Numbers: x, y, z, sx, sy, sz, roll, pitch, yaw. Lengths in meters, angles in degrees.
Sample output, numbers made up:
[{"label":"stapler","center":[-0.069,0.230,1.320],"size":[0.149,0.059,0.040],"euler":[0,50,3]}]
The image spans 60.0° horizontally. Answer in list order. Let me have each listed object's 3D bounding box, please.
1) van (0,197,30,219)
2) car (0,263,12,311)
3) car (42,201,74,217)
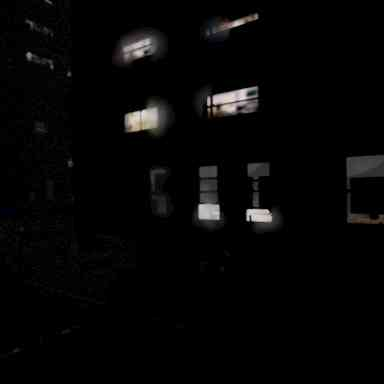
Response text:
[{"label":"van","center":[-15.020,1.316,26.318],"size":[1.690,1.788,3.998],"euler":[0,0,35]},{"label":"car","center":[-5.165,1.572,6.406],"size":[4.313,1.339,1.947],"euler":[0,-1,35]},{"label":"car","center":[-11.771,1.522,30.932],"size":[1.802,1.307,4.206],"euler":[0,0,35]}]
